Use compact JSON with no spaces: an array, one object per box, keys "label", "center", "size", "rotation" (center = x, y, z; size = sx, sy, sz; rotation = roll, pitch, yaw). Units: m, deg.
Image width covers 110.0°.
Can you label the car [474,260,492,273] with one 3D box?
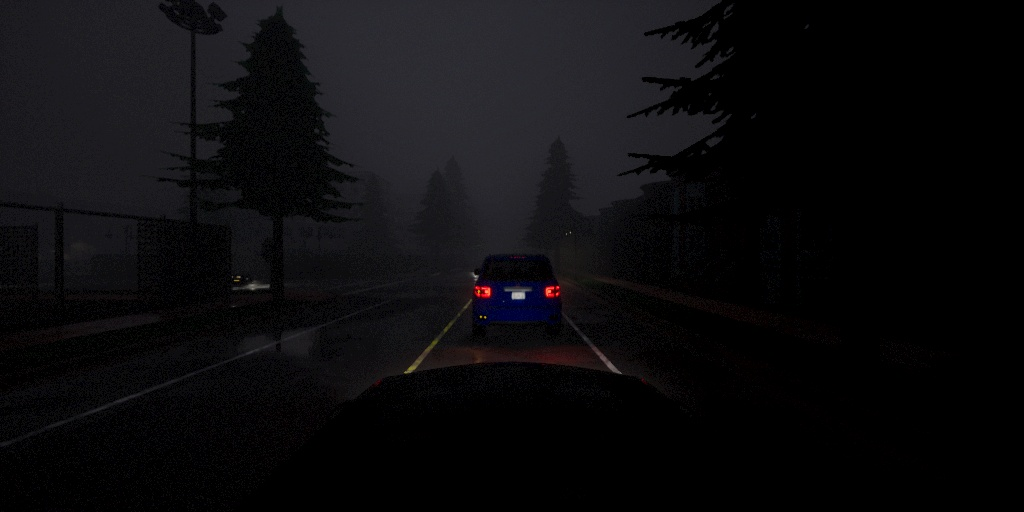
[{"label":"car","center":[-3.593,1.209,44.542],"size":[1.837,1.490,4.892],"rotation":[0,0,0]}]

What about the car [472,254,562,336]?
[{"label":"car","center":[0.047,0.962,10.529],"size":[2.150,2.045,5.566],"rotation":[0,0,-2]}]

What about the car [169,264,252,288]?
[{"label":"car","center":[-19.781,1.254,23.515],"size":[4.892,1.490,1.837],"rotation":[0,0,0]}]

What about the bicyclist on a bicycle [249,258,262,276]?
[{"label":"bicyclist on a bicycle","center":[-23.273,1.040,32.511],"size":[0.582,1.620,1.656],"rotation":[0,0,0]}]

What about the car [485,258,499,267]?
[{"label":"car","center":[-3.549,1.175,64.297],"size":[2.128,1.511,4.902],"rotation":[0,0,0]}]
